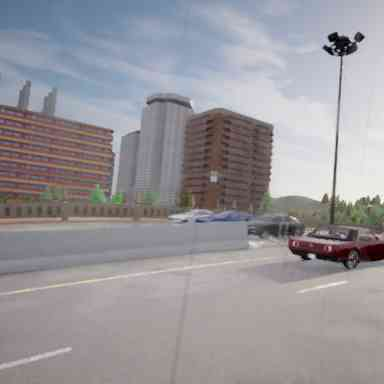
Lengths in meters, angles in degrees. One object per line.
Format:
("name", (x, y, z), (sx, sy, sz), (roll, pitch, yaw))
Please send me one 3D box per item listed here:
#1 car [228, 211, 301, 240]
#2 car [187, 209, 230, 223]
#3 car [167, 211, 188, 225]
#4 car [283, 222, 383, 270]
("car", (4.823, 2.060, 20.234), (4.892, 1.490, 1.837), (5, -3, -35))
("car", (2.481, 2.005, 22.866), (5.008, 1.535, 1.882), (5, -3, -35))
("car", (0.285, 2.039, 25.601), (4.674, 1.442, 1.812), (5, -3, -35))
("car", (5.730, 1.915, 12.139), (4.718, 1.301, 1.895), (4, -2, -35))
